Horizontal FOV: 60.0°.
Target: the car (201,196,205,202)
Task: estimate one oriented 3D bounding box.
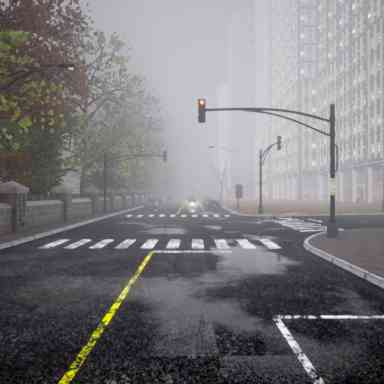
[{"bbox_3d":[2.679,1.592,47.109,1.947,1.339,4.313,0,0,0],"label":"car"}]

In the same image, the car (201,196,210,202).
[{"bbox_3d":[3.131,1.590,76.789,1.812,1.442,4.674,0,0,0],"label":"car"}]

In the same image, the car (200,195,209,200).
[{"bbox_3d":[2.678,1.597,52.742,1.947,1.339,4.313,0,0,0],"label":"car"}]

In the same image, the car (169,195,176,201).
[{"bbox_3d":[-5.710,1.626,86.534,1.887,1.381,4.507,0,0,0],"label":"car"}]

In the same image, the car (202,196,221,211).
[{"bbox_3d":[2.681,1.587,41.477,1.947,1.339,4.313,0,0,0],"label":"car"}]

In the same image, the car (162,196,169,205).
[{"bbox_3d":[-5.703,1.478,58.373,1.967,1.590,4.097,0,0,0],"label":"car"}]

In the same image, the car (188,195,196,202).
[{"bbox_3d":[-0.020,1.570,80.014,1.837,1.490,4.892,0,0,0],"label":"car"}]

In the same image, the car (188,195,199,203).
[{"bbox_3d":[0.028,1.566,70.997,2.128,1.511,4.902,0,0,0],"label":"car"}]

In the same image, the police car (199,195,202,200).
[{"bbox_3d":[3.117,1.478,69.899,1.930,1.638,5.238,0,0,0],"label":"police car"}]

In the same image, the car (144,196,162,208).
[{"bbox_3d":[-5.701,1.608,47.107,1.802,1.307,4.206,0,0,0],"label":"car"}]

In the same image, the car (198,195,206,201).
[{"bbox_3d":[2.669,1.642,92.168,2.008,1.369,4.403,0,0,0],"label":"car"}]
